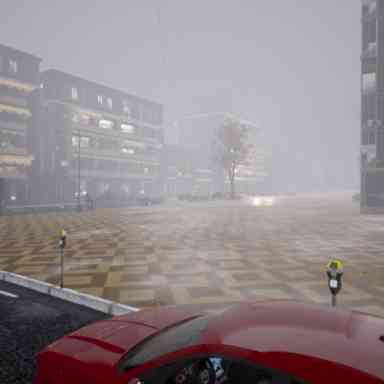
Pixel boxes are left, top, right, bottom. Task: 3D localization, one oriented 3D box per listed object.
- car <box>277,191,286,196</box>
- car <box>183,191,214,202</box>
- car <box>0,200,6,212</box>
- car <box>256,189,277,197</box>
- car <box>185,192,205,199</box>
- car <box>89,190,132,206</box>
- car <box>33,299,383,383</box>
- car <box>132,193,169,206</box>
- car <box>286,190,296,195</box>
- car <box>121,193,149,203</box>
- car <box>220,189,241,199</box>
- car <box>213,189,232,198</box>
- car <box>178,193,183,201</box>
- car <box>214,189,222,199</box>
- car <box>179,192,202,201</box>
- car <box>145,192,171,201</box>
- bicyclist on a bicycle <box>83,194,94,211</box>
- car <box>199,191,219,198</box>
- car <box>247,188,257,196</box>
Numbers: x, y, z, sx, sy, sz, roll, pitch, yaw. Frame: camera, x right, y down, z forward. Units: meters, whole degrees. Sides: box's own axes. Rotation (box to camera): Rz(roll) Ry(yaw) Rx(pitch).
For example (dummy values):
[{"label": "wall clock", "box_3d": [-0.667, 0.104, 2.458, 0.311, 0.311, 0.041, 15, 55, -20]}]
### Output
[{"label": "car", "box_3d": [20.164, 0.361, 79.829, 2.008, 1.369, 4.403, 2, 2, 35]}, {"label": "car", "box_3d": [1.111, 0.877, 52.380, 2.008, 1.369, 4.403, 2, 2, 35]}, {"label": "car", "box_3d": [-20.397, 1.093, 31.551, 2.097, 1.767, 4.553, 1, 1, 37]}, {"label": "car", "box_3d": [16.989, 0.447, 75.256, 2.008, 1.369, 4.403, 2, 2, 35]}, {"label": "car", "box_3d": [0.578, 0.651, 66.309, 1.947, 1.339, 4.313, 2, 2, 35]}, {"label": "car", "box_3d": [-11.202, 0.707, 44.806, 2.150, 2.045, 5.566, 1, 1, 35]}, {"label": "car", "box_3d": [0.603, 1.544, 2.435, 4.507, 1.381, 1.887, 0, 0, 36]}, {"label": "car", "box_3d": [-5.240, 1.051, 43.230, 2.008, 1.369, 4.403, 2, 2, 35]}, {"label": "car", "box_3d": [26.515, 0.080, 88.977, 1.967, 1.590, 4.097, 2, 2, 35]}, {"label": "car", "box_3d": [-8.948, 0.911, 52.584, 1.947, 1.339, 4.313, 2, 2, 35]}, {"label": "car", "box_3d": [7.560, 0.676, 61.670, 1.752, 1.417, 4.829, 2, 2, 35]}, {"label": "car", "box_3d": [6.932, 0.228, 75.453, 2.192, 1.841, 5.009, 2, 2, 35]}, {"label": "car", "box_3d": [-0.356, 0.763, 54.916, 1.882, 1.535, 5.008, 1, 1, 35]}, {"label": "car", "box_3d": [5.523, 0.629, 63.474, 1.837, 1.490, 4.892, 1, 1, 35]}, {"label": "car", "box_3d": [-0.267, 0.751, 60.393, 1.812, 1.442, 4.674, 1, 1, 35]}, {"label": "car", "box_3d": [-5.773, 0.809, 57.159, 2.008, 1.369, 4.403, 2, 2, 35]}, {"label": "bicyclist on a bicycle", "box_3d": [-9.819, 1.018, 31.479, 1.656, 1.620, 0.582, 0, 1, 35]}, {"label": "car", "box_3d": [3.657, 0.527, 70.743, 1.752, 1.417, 4.829, 2, 2, 35]}, {"label": "car", "box_3d": [16.457, -0.028, 89.177, 2.192, 1.841, 5.009, 2, 2, 35]}]
